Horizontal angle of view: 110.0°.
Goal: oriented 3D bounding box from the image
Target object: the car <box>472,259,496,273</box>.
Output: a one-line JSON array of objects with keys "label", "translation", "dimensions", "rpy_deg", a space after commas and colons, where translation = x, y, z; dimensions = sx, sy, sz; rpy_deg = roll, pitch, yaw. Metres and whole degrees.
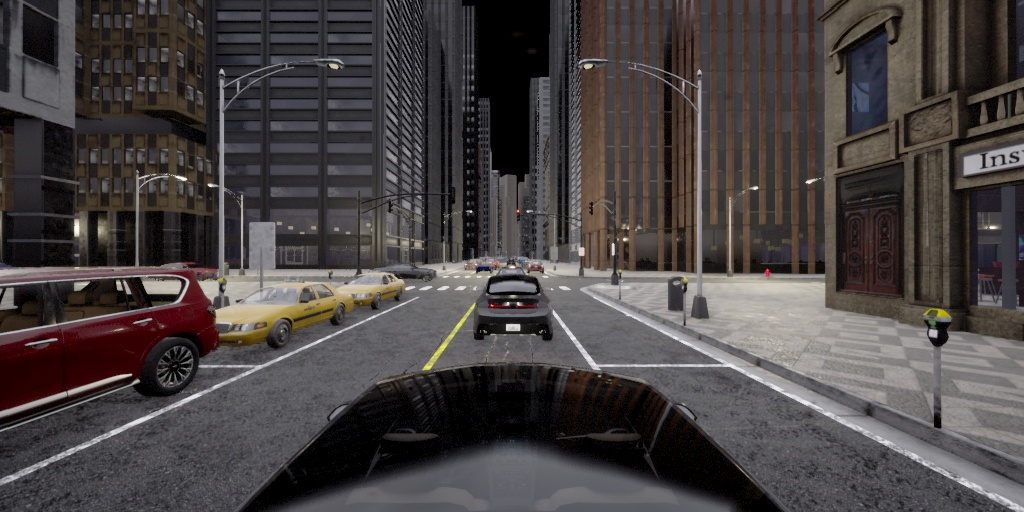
[{"label": "car", "translation": [-3.192, 1.357, 42.330], "dimensions": [1.895, 1.301, 4.718], "rpy_deg": [0, 0, 0]}]

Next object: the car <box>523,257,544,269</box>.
[{"label": "car", "translation": [2.662, 1.196, 41.816], "dimensions": [1.967, 1.591, 4.097], "rpy_deg": [0, 0, 0]}]

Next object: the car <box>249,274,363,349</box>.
[{"label": "car", "translation": [-5.780, 1.276, 9.229], "dimensions": [1.751, 1.417, 4.829], "rpy_deg": [0, 0, 0]}]

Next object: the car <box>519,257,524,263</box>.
[{"label": "car", "translation": [2.620, 1.312, 58.643], "dimensions": [2.007, 1.370, 4.403], "rpy_deg": [0, 0, 0]}]

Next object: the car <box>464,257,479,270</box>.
[{"label": "car", "translation": [-5.891, 1.199, 52.994], "dimensions": [1.967, 1.591, 4.097], "rpy_deg": [0, 0, 0]}]

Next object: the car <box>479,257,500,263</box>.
[{"label": "car", "translation": [-3.213, 1.111, 52.024], "dimensions": [2.097, 1.767, 4.553], "rpy_deg": [0, 0, 0]}]

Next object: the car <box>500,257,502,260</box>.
[{"label": "car", "translation": [-3.222, 1.115, 61.974], "dimensions": [2.097, 1.767, 4.553], "rpy_deg": [0, 0, 0]}]

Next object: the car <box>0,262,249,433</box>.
[{"label": "car", "translation": [-5.767, 1.065, 3.797], "dimensions": [2.192, 1.841, 5.009], "rpy_deg": [0, 0, 0]}]

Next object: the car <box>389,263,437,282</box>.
[{"label": "car", "translation": [-8.150, 1.254, 27.459], "dimensions": [4.674, 1.442, 1.812], "rpy_deg": [0, 0, -12]}]

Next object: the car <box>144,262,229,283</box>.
[{"label": "car", "translation": [-24.029, 1.203, 26.592], "dimensions": [4.674, 1.442, 1.812], "rpy_deg": [0, 0, -1]}]

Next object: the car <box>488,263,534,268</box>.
[{"label": "car", "translation": [-0.046, 1.298, 20.253], "dimensions": [2.033, 1.411, 5.357], "rpy_deg": [0, 0, 0]}]

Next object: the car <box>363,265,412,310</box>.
[{"label": "car", "translation": [-5.795, 1.276, 14.830], "dimensions": [1.751, 1.417, 4.829], "rpy_deg": [0, 0, 0]}]

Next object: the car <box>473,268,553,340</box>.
[{"label": "car", "translation": [0.036, 1.255, 9.924], "dimensions": [1.837, 1.490, 4.892], "rpy_deg": [0, 0, 0]}]
